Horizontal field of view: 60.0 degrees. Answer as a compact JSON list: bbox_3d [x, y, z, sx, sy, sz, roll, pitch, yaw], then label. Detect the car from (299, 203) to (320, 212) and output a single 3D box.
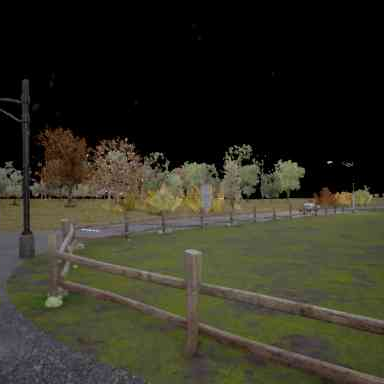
[{"bbox_3d":[18.794,2.449,53.016,2.033,1.411,5.357,-1,-2,40],"label":"car"}]
